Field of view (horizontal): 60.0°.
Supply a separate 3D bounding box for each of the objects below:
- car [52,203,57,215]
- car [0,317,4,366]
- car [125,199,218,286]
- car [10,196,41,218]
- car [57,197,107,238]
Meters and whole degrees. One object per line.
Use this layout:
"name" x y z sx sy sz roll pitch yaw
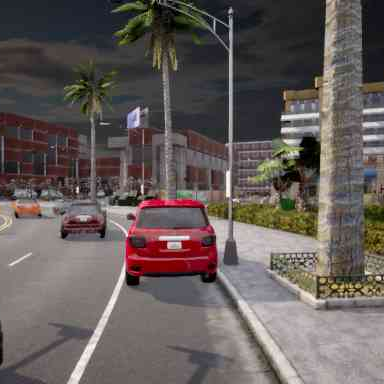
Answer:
"car" -12.148 1.555 32.064 1.994 1.385 4.181 0 0 -33
"car" -3.240 1.350 2.076 2.097 1.767 4.553 0 0 -1
"car" -0.718 1.220 9.685 2.150 2.045 5.566 0 0 -7
"car" -15.283 1.339 30.479 2.097 1.767 4.553 0 0 -33
"car" -5.708 1.348 17.892 2.097 1.767 4.553 0 0 -14
